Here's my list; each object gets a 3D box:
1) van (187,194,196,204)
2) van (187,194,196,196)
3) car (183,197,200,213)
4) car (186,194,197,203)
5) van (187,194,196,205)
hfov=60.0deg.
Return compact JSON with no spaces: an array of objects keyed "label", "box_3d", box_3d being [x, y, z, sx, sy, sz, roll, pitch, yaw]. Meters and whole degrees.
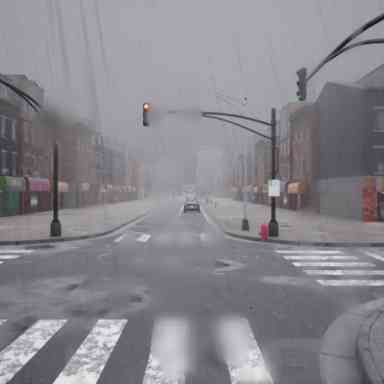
[{"label":"van","box_3d":[-0.119,1.348,64.748,1.690,1.788,3.998,0,0,0]},{"label":"van","box_3d":[-0.079,1.341,53.537,1.690,1.788,3.998,0,0,0]},{"label":"car","box_3d":[-0.016,1.563,36.720,1.947,1.339,4.313,0,0,0]},{"label":"car","box_3d":[-0.140,1.326,70.353,2.192,1.841,5.009,0,0,0]},{"label":"van","box_3d":[-0.099,1.344,59.142,1.690,1.788,3.998,0,0,0]}]
